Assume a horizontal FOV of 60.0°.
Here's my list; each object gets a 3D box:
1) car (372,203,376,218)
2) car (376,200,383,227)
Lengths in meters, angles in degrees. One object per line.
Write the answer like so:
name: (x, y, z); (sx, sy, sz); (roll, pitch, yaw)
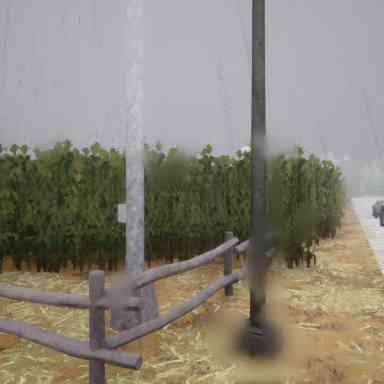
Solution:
car: (16.992, 1.505, 29.233); (1.837, 1.490, 4.892); (0, 0, 25)
car: (12.480, 1.223, 19.580); (2.150, 2.045, 5.566); (0, 0, 25)
